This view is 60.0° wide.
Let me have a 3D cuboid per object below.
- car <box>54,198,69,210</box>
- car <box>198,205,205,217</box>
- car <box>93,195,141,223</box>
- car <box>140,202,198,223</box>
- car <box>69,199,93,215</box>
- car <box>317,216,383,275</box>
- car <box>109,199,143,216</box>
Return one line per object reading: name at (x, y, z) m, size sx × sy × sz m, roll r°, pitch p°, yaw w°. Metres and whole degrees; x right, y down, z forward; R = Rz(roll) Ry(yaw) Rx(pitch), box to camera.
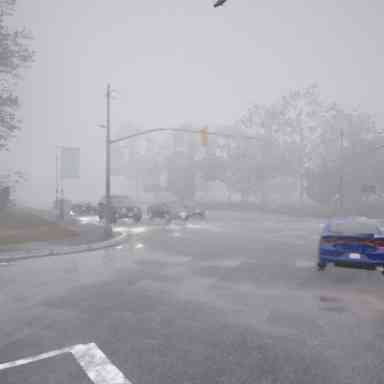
car at (-16.523, 1.496, 42.932) m, size 2.128 × 1.511 × 4.902 m, roll 0°, pitch 0°, yaw -34°
car at (-0.547, 1.640, 31.329) m, size 1.994 × 1.385 × 4.181 m, roll 0°, pitch 0°, yaw -32°
car at (-5.817, 1.267, 26.334) m, size 2.150 × 2.045 × 5.566 m, roll 0°, pitch 0°, yaw -31°
car at (-1.948, 1.552, 26.731) m, size 2.128 × 1.511 × 4.902 m, roll 0°, pitch 0°, yaw -33°
car at (-11.079, 1.637, 34.561) m, size 1.895 × 1.301 × 4.718 m, roll 0°, pitch 0°, yaw -33°
car at (5.180, 1.523, 10.813) m, size 1.882 × 1.535 × 5.008 m, roll 1°, pitch 0°, yaw 24°
car at (-7.001, 1.560, 34.676) m, size 1.837 × 1.490 × 4.892 m, roll 0°, pitch 0°, yaw -32°
